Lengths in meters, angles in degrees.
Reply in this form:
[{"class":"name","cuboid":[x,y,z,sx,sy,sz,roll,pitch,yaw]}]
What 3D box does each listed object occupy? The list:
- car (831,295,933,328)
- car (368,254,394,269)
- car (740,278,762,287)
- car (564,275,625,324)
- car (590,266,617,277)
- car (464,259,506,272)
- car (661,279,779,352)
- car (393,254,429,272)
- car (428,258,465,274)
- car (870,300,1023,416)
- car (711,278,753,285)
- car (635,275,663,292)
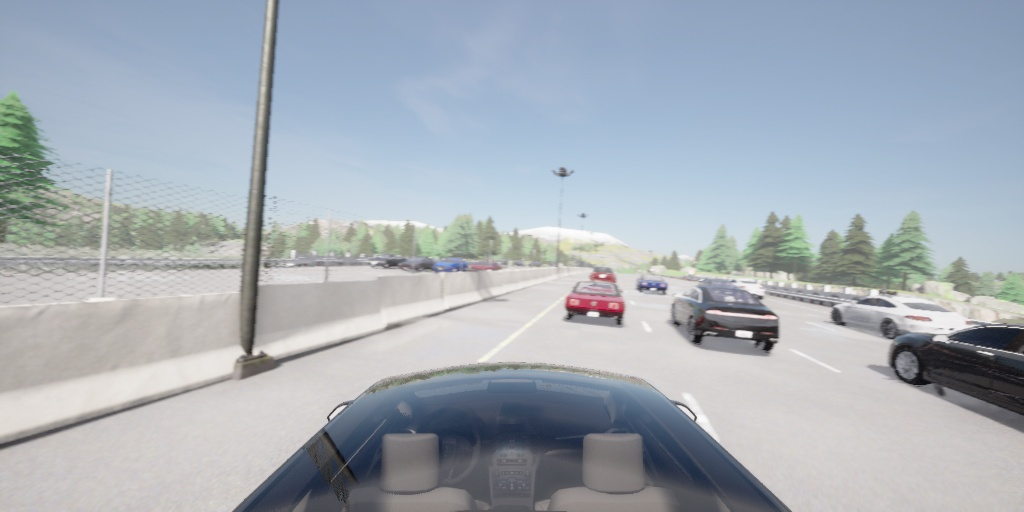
[{"class":"car","cuboid":[13.922,2.183,13.112,1.812,1.442,4.674,4,0,15]},{"class":"car","cuboid":[-12.534,0.528,36.535,2.128,1.511,4.902,4,0,15]},{"class":"car","cuboid":[17.900,2.469,27.950,1.812,1.442,4.674,4,0,15]},{"class":"car","cuboid":[3.143,1.576,13.365,1.895,1.301,4.718,4,0,15]},{"class":"car","cuboid":[7.470,1.638,29.450,2.097,1.767,4.553,4,0,15]},{"class":"car","cuboid":[-2.416,1.148,33.807,1.882,1.535,5.008,4,0,15]},{"class":"car","cuboid":[6.035,1.644,10.665,2.128,1.511,4.902,4,0,15]},{"class":"car","cuboid":[-9.159,0.795,35.662,2.033,1.411,5.357,4,0,15]},{"class":"car","cuboid":[-5.793,0.936,34.701,1.882,1.535,5.008,4,0,15]},{"class":"car","cuboid":[8.204,1.784,5.331,1.837,1.490,4.892,4,0,15]},{"class":"car","cuboid":[12.853,2.159,22.625,2.033,1.411,5.357,4,0,15]},{"class":"car","cuboid":[10.442,2.070,27.101,1.895,1.301,4.718,4,0,15]}]
